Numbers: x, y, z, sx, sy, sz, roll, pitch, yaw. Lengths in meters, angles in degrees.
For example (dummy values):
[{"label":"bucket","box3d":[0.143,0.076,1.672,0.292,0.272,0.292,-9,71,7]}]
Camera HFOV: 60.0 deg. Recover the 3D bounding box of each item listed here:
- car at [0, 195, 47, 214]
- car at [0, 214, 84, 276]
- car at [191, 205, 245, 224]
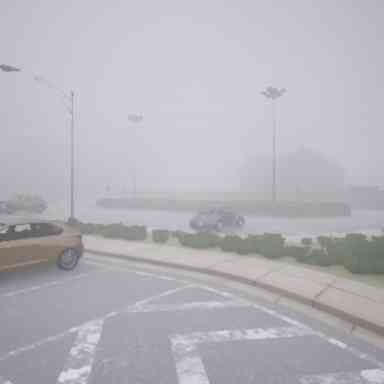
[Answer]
[{"label":"car","box3d":[-16.766,1.206,32.847,1.932,1.855,4.605,0,0,36]},{"label":"car","box3d":[-4.973,1.477,8.718,1.816,1.474,4.193,0,0,36]},{"label":"car","box3d":[1.578,1.487,19.854,1.784,1.438,3.905,0,0,36]}]
